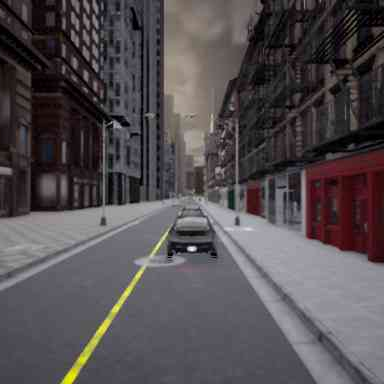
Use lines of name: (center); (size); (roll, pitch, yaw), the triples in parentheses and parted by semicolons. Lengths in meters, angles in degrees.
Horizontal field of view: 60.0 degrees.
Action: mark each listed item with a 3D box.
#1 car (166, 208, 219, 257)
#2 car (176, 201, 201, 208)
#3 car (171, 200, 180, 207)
car: (0.017, 1.642, 13.498); (1.837, 1.490, 4.892); (0, 0, 0)
car: (0.012, 1.772, 28.514); (2.128, 1.511, 4.902); (0, 0, 0)
car: (-3.039, 2.262, 64.553); (1.895, 1.301, 4.718); (0, -1, 1)
